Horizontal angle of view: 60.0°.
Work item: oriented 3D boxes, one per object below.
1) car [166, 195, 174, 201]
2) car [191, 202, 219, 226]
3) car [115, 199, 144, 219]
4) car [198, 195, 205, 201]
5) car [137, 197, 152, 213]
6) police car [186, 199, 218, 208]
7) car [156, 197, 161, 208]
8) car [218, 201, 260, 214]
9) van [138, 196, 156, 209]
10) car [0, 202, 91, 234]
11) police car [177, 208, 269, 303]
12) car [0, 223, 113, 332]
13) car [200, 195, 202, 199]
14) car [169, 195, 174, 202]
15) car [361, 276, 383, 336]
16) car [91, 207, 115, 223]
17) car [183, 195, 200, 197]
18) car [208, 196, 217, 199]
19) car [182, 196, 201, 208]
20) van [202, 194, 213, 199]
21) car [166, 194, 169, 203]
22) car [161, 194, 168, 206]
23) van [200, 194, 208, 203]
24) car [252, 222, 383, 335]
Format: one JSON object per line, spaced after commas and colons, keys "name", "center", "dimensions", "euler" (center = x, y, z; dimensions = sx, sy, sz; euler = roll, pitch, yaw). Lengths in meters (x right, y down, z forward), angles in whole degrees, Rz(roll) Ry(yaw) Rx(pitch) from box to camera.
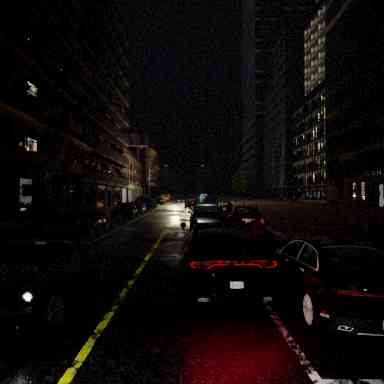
{"name": "car", "center": [-5.845, 1.588, 90.167], "dimensions": [1.887, 1.381, 4.507], "euler": [1, 0, 0]}
{"name": "car", "center": [0.855, 1.513, 24.320], "dimensions": [1.837, 1.490, 4.892], "euler": [0, 0, 0]}
{"name": "car", "center": [-5.732, 1.575, 28.901], "dimensions": [1.947, 1.339, 4.313], "euler": [1, 0, 0]}
{"name": "car", "center": [2.535, 1.569, 90.351], "dimensions": [1.752, 1.417, 4.829], "euler": [1, 0, 0]}
{"name": "car", "center": [-5.743, 1.563, 34.470], "dimensions": [2.008, 1.369, 4.403], "euler": [1, 0, 0]}
{"name": "police car", "center": [0.799, 1.431, 18.417], "dimensions": [1.930, 1.638, 5.238], "euler": [0, 0, -1]}
{"name": "car", "center": [-5.762, 1.543, 45.440], "dimensions": [1.752, 1.417, 4.829], "euler": [1, 0, 0]}
{"name": "car", "center": [2.670, 1.445, 17.775], "dimensions": [1.967, 1.590, 4.097], "euler": [1, 0, 0]}
{"name": "van", "center": [-5.749, 1.356, 40.041], "dimensions": [1.690, 1.788, 3.998], "euler": [1, 0, 0]}
{"name": "car", "center": [-5.698, 1.319, 12.191], "dimensions": [2.192, 1.841, 5.009], "euler": [1, 0, 0]}
{"name": "police car", "center": [0.669, 1.427, 8.415], "dimensions": [1.930, 1.638, 5.238], "euler": [0, 0, -3]}
{"name": "car", "center": [-3.113, 1.603, 6.964], "dimensions": [1.895, 1.301, 4.718], "euler": [0, 0, 0]}
{"name": "car", "center": [2.596, 1.605, 56.763], "dimensions": [1.802, 1.307, 4.206], "euler": [1, 0, 0]}
{"name": "car", "center": [-5.811, 1.347, 73.458], "dimensions": [2.192, 1.841, 5.009], "euler": [1, 0, 0]}
{"name": "car", "center": [2.699, 1.551, 1.068], "dimensions": [2.008, 1.369, 4.403], "euler": [1, 0, 0]}
{"name": "car", "center": [-5.712, 1.550, 17.761], "dimensions": [1.887, 1.381, 4.507], "euler": [1, 0, 0]}
{"name": "car", "center": [-0.102, 1.500, 55.729], "dimensions": [1.882, 1.535, 5.008], "euler": [0, 0, 0]}
{"name": "car", "center": [2.650, 1.450, 28.916], "dimensions": [1.967, 1.590, 4.097], "euler": [1, 0, 0]}
{"name": "car", "center": [-0.064, 1.618, 45.810], "dimensions": [1.895, 1.301, 4.718], "euler": [0, 0, 0]}
{"name": "van", "center": [2.621, 1.358, 45.625], "dimensions": [1.690, 1.788, 3.998], "euler": [1, 0, 0]}
{"name": "car", "center": [-5.793, 1.551, 62.149], "dimensions": [1.752, 1.417, 4.829], "euler": [1, 0, 0]}
{"name": "car", "center": [-5.783, 1.573, 56.748], "dimensions": [2.008, 1.369, 4.403], "euler": [1, 0, 0]}
{"name": "van", "center": [2.569, 1.373, 73.473], "dimensions": [1.690, 1.788, 3.998], "euler": [1, 0, 0]}
{"name": "car", "center": [2.689, 1.553, 6.636], "dimensions": [2.008, 1.369, 4.403], "euler": [1, 0, 0]}
